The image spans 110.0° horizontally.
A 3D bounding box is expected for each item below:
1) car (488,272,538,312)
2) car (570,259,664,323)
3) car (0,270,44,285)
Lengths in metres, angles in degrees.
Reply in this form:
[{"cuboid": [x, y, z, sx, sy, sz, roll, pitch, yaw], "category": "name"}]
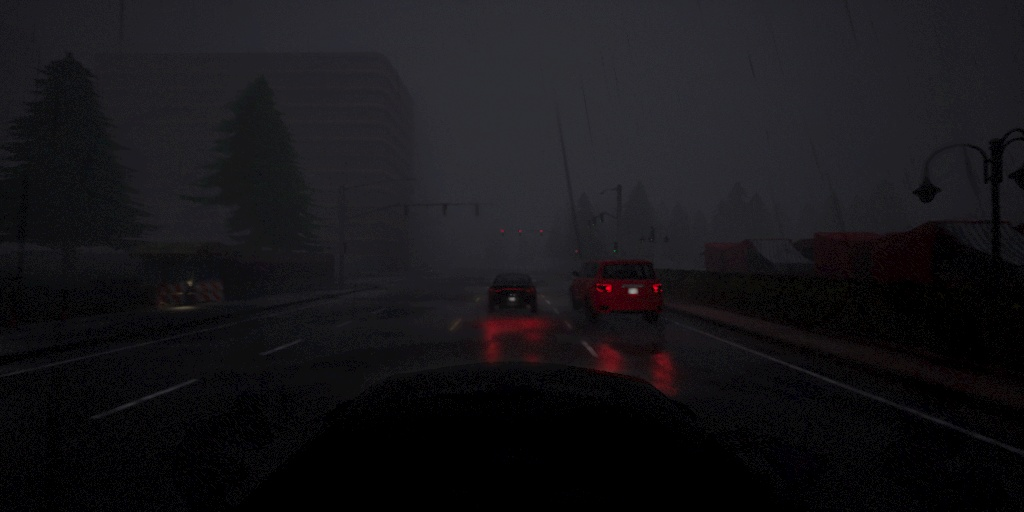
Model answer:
[{"cuboid": [0.048, 1.417, 15.249, 1.882, 1.535, 5.008, 0, -1, 0], "category": "car"}, {"cuboid": [3.525, 1.131, 13.024, 2.150, 2.045, 5.566, 0, -1, 1], "category": "car"}, {"cuboid": [-49.182, 1.812, 34.409, 5.357, 1.411, 2.033, 0, -1, 1], "category": "car"}]
